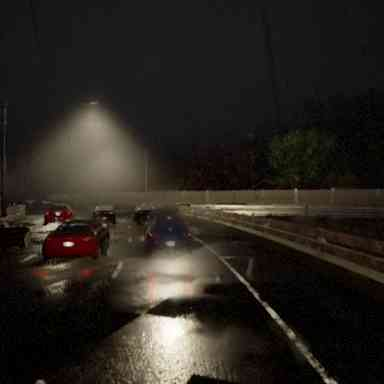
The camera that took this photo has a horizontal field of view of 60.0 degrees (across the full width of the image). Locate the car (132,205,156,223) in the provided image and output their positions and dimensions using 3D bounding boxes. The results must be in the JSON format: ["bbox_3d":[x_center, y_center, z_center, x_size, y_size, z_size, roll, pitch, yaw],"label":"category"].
[{"bbox_3d":[-4.171,1.914,29.502,2.128,1.511,4.902,0,-1,-15],"label":"car"}]

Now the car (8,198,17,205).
[{"bbox_3d":[-46.041,2.388,81.868,5.566,2.045,2.150,-1,-1,37],"label":"car"}]

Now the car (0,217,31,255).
[{"bbox_3d":[-7.927,1.703,13.003,2.128,1.511,4.902,0,-1,-7],"label":"car"}]

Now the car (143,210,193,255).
[{"bbox_3d":[-1.042,1.727,14.297,1.812,1.442,4.674,0,-1,-7],"label":"car"}]

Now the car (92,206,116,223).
[{"bbox_3d":[-7.580,1.917,28.707,2.128,1.511,4.902,0,-1,-15],"label":"car"}]

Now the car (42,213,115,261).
[{"bbox_3d":[-4.445,1.767,13.314,1.994,1.385,4.181,0,-1,-7],"label":"car"}]

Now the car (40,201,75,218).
[{"bbox_3d":[-10.970,1.778,27.837,2.097,1.767,4.553,0,-1,-15],"label":"car"}]

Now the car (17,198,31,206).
[{"bbox_3d":[-43.802,2.668,84.557,5.008,1.535,1.882,-1,-1,37],"label":"car"}]
